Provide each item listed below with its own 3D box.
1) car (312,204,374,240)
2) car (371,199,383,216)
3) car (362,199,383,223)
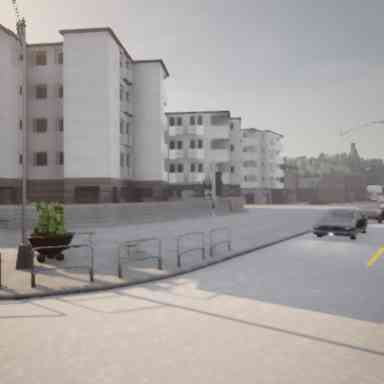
[{"bbox_3d":[8.026,1.585,17.715,2.033,1.411,5.357,-1,0,36],"label":"car"},{"bbox_3d":[19.920,1.515,34.319,1.882,1.535,5.008,-1,0,36],"label":"car"},{"bbox_3d":[13.903,1.563,25.928,1.812,1.442,4.674,-1,0,36],"label":"car"}]
